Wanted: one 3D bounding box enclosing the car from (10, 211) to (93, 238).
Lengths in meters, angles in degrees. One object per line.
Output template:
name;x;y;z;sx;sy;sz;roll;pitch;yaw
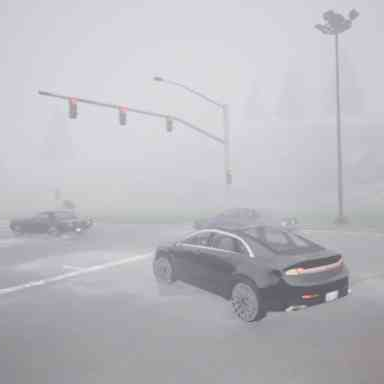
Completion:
car;-7.922;1.744;18.545;4.718;1.301;1.895;-1;0;28

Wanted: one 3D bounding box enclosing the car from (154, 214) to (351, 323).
car;0.866;1.442;7.245;2.128;1.511;4.902;-1;0;-33

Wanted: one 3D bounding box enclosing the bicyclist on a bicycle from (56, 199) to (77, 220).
bicyclist on a bicycle;-10.701;1.483;28.359;0.582;1.620;1.656;-1;0;25

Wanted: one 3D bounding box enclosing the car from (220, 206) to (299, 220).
car;2.535;1.421;16.306;5.357;1.411;2.033;-1;0;40

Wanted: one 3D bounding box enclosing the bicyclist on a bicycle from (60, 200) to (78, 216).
bicyclist on a bicycle;-10.299;1.473;28.169;0.582;1.620;1.656;-1;0;25
